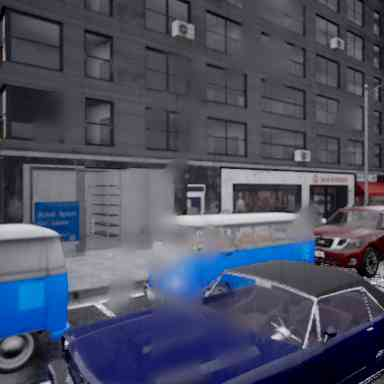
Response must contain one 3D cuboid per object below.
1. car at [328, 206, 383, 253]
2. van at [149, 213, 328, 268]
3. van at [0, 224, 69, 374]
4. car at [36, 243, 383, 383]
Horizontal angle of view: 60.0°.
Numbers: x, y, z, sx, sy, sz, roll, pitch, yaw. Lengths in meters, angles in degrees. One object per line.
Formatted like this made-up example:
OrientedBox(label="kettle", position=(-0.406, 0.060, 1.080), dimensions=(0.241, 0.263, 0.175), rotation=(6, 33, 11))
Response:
OrientedBox(label="car", position=(5.512, 1.379, 10.510), dimensions=(5.009, 1.841, 2.192), rotation=(0, -1, -36))
OrientedBox(label="van", position=(0.972, 1.371, 7.254), dimensions=(3.998, 1.788, 1.690), rotation=(0, -1, -36))
OrientedBox(label="van", position=(-3.567, 1.337, 3.999), dimensions=(3.998, 1.788, 1.690), rotation=(0, -1, -36))
OrientedBox(label="car", position=(0.933, 1.619, 3.930), dimensions=(4.718, 1.301, 1.895), rotation=(0, 0, -36))
